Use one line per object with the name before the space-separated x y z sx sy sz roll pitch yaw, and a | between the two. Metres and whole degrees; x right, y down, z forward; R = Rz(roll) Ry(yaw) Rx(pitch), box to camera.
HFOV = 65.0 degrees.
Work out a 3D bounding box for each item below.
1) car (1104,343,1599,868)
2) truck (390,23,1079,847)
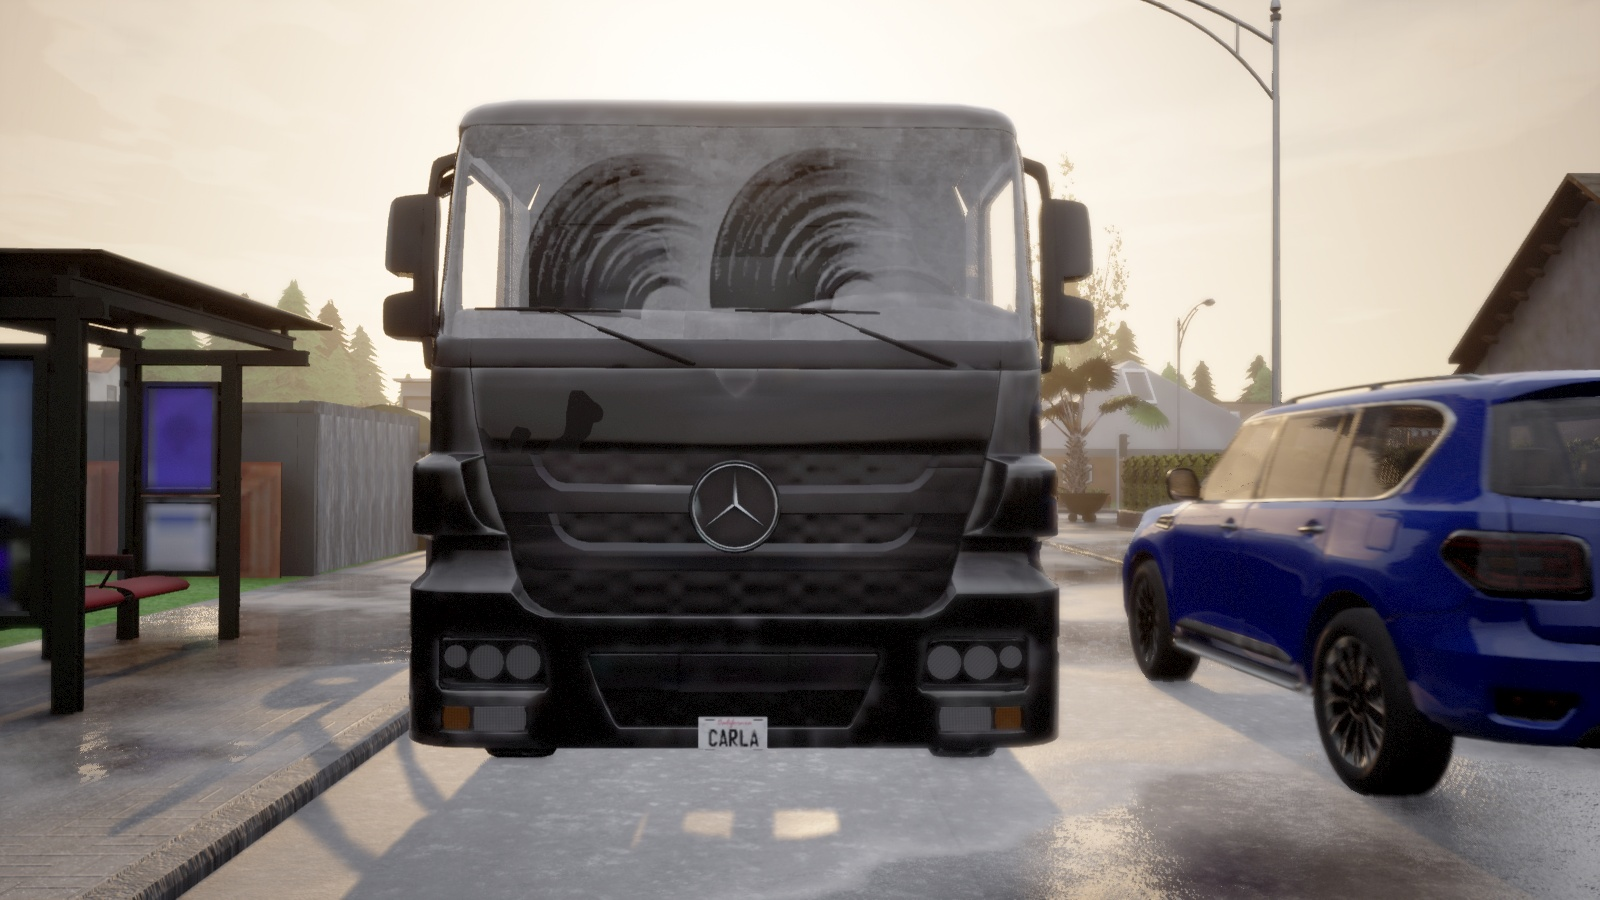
car | 3.696 0.648 7.719 2.150 2.045 5.566 0 -1 -2
truck | -0.345 -0.011 9.266 2.891 3.462 7.936 0 -1 -1
